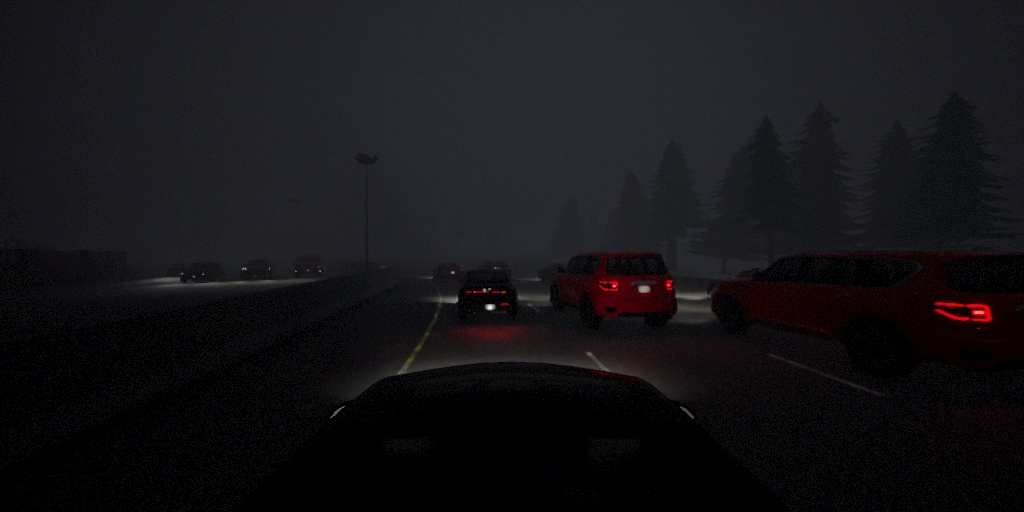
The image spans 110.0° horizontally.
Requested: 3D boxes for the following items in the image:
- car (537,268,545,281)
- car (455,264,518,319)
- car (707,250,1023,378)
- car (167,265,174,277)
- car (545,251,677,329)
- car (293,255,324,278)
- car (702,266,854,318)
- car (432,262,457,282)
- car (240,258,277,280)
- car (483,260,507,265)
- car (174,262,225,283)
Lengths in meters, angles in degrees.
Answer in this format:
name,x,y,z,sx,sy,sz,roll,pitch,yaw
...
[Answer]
name,x,y,z,sx,sy,sz,roll,pitch,yaw
car,3.479,1.153,25.025,2.033,1.411,5.357,0,0,-17
car,-0.968,1.199,12.611,1.837,1.490,4.892,0,0,-8
car,6.716,0.909,7.444,2.150,2.045,5.566,0,0,-6
car,-32.515,1.322,35.426,1.895,1.301,4.718,0,0,-37
car,2.802,0.901,11.204,2.150,2.045,5.566,0,0,-8
car,-18.835,0.892,33.257,2.150,2.045,5.566,0,0,-28
car,9.486,1.166,13.409,1.812,1.442,4.674,0,0,-8
car,-5.126,1.191,28.648,1.994,1.385,4.181,0,0,-21
car,-21.201,1.048,30.166,2.097,1.767,4.553,0,0,-27
car,-1.522,1.099,28.978,2.128,1.511,4.902,0,0,-20
car,-23.954,1.226,27.918,1.837,1.490,4.892,0,0,-27
